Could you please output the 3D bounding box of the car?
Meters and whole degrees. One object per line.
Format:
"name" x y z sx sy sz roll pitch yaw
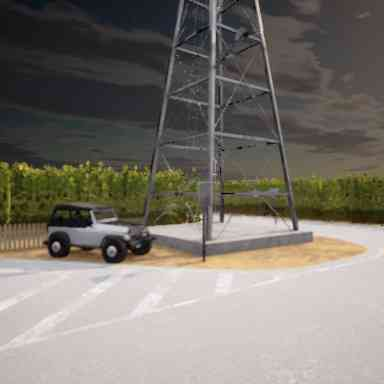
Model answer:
"car" -3.344 1.350 11.800 3.866 1.878 1.905 0 0 23

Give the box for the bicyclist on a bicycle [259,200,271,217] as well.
"bicyclist on a bicycle" 7.132 1.595 32.393 1.656 1.620 0.582 2 -1 -36
